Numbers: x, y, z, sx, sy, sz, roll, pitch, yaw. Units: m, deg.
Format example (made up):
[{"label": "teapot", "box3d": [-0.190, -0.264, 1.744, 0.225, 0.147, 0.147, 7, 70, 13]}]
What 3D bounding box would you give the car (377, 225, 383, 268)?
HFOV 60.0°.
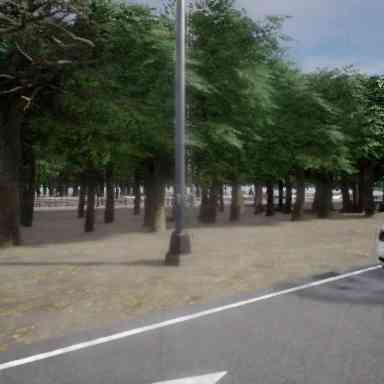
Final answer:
[{"label": "car", "box3d": [7.122, 1.229, 8.849, 5.566, 2.045, 2.150, 0, 0, -36]}]
